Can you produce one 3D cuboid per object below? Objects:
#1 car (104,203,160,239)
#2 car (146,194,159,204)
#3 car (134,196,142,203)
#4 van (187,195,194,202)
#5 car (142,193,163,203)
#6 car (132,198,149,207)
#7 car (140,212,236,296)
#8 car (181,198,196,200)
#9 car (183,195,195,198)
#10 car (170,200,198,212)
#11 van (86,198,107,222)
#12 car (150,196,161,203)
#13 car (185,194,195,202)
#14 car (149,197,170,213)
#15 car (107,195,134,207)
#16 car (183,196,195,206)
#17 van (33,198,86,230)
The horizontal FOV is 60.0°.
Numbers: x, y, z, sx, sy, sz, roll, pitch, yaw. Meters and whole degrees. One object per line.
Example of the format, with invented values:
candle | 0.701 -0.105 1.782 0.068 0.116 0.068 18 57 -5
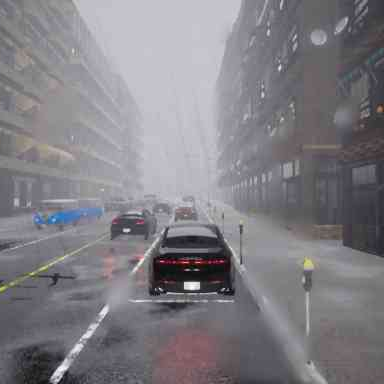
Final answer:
car | -2.920 1.538 17.149 1.812 1.442 4.674 0 0 0
car | -8.319 1.471 70.528 2.192 1.841 5.009 1 0 0
car | -8.315 1.379 42.875 2.192 1.841 5.009 1 0 0
van | -0.476 1.575 87.068 1.690 1.788 3.998 1 0 0
car | -5.774 1.207 46.768 2.150 2.045 5.566 0 0 0
car | -8.322 1.660 53.938 1.947 1.339 4.313 1 0 0
car | -0.001 1.509 8.653 1.837 1.490 4.892 0 0 0
car | -0.439 1.582 31.754 1.887 1.381 4.507 1 0 0
car | -0.430 1.490 37.286 1.967 1.590 4.097 1 0 0
car | -0.438 1.572 26.224 1.887 1.381 4.507 1 0 0
van | -8.314 1.368 26.285 1.690 1.788 3.998 1 0 0
car | -8.325 1.725 76.058 1.887 1.381 4.507 1 0 0
car | -0.474 1.521 81.536 2.192 1.841 5.009 1 0 0
car | -3.023 1.569 34.258 1.812 1.442 4.674 0 0 0
car | -8.314 1.365 37.346 2.192 1.841 5.009 1 0 0
car | -0.474 1.553 59.411 1.967 1.590 4.097 1 0 0
van | -8.313 1.359 20.753 1.690 1.788 3.998 2 0 0
